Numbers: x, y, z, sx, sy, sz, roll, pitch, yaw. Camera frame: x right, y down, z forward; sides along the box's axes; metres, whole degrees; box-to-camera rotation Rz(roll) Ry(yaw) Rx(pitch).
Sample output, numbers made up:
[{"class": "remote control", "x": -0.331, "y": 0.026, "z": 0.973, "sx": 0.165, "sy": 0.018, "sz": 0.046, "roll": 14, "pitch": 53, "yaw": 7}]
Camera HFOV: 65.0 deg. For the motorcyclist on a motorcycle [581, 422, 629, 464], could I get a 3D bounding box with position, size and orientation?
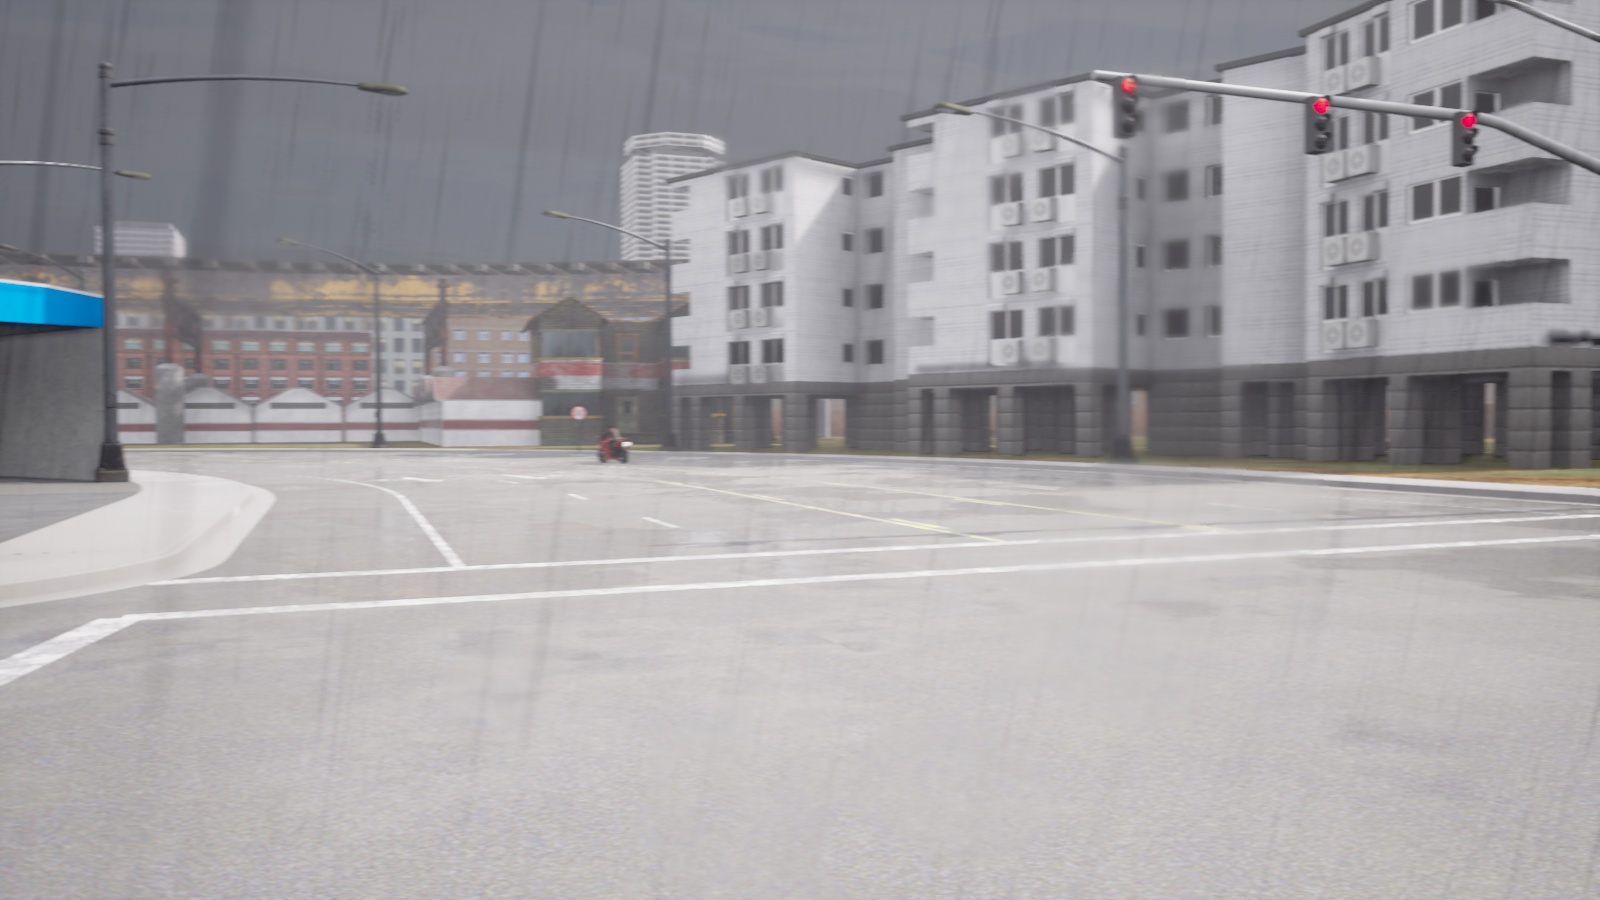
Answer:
[{"class": "motorcyclist on a motorcycle", "x": -7.315, "y": -0.282, "z": 47.031, "sx": 0.797, "sy": 1.523, "sz": 2.044, "roll": -1, "pitch": 2, "yaw": -42}]
